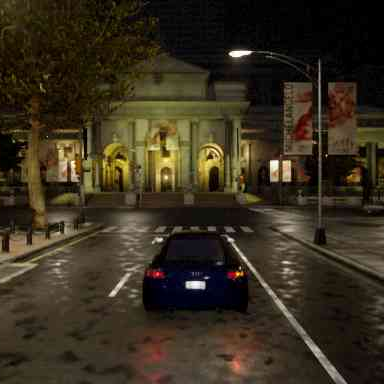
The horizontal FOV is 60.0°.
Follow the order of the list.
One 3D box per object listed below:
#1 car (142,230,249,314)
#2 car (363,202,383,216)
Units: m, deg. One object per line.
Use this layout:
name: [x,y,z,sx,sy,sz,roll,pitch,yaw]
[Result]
car: [0.076,1.564,7.717,1.994,1.385,4.181,0,0,0]
car: [19.067,1.599,31.590,4.718,1.301,1.895,0,0,1]
